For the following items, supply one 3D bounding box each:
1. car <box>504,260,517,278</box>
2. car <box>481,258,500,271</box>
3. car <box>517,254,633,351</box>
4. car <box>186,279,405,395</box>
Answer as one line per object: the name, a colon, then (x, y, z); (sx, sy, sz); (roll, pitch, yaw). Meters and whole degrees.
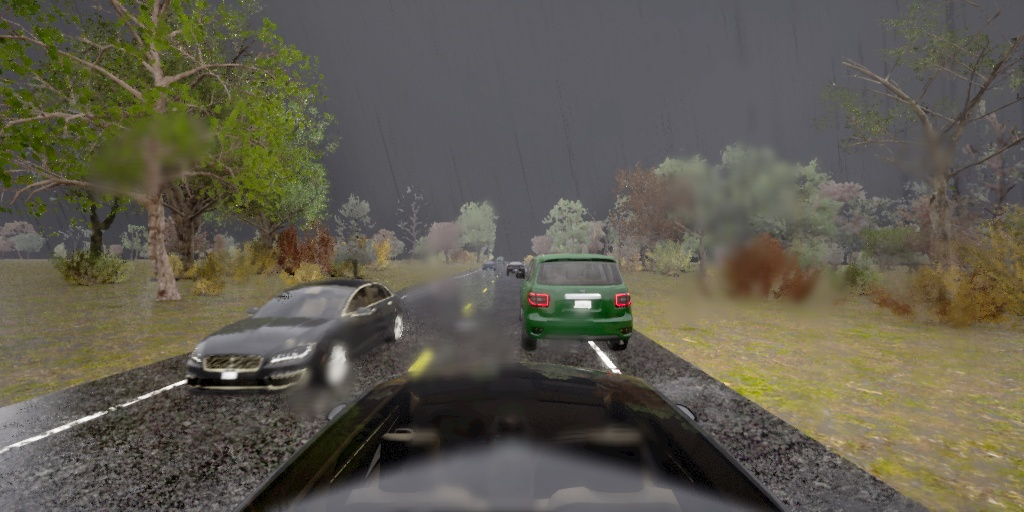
car: (0.427, 1.275, 39.112); (1.882, 1.535, 5.008); (0, 0, 1)
car: (-3.157, 1.379, 50.241); (2.033, 1.411, 5.357); (0, 0, 1)
car: (1.304, 0.975, 9.150); (2.150, 2.045, 5.566); (0, 0, 1)
car: (-3.541, 1.255, 6.948); (1.837, 1.490, 4.892); (0, 0, 1)
